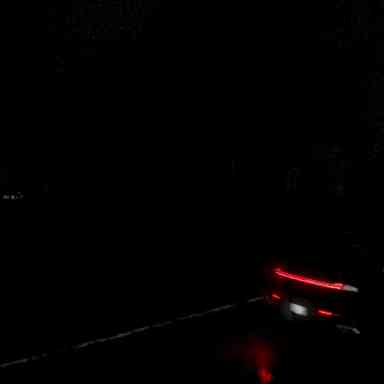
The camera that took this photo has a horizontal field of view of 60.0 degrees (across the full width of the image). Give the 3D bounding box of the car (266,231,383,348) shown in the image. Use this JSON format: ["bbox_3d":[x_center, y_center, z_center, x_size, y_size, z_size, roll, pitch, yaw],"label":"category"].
[{"bbox_3d":[3.519,1.493,6.241,4.902,1.511,2.128,0,0,-35],"label":"car"}]
